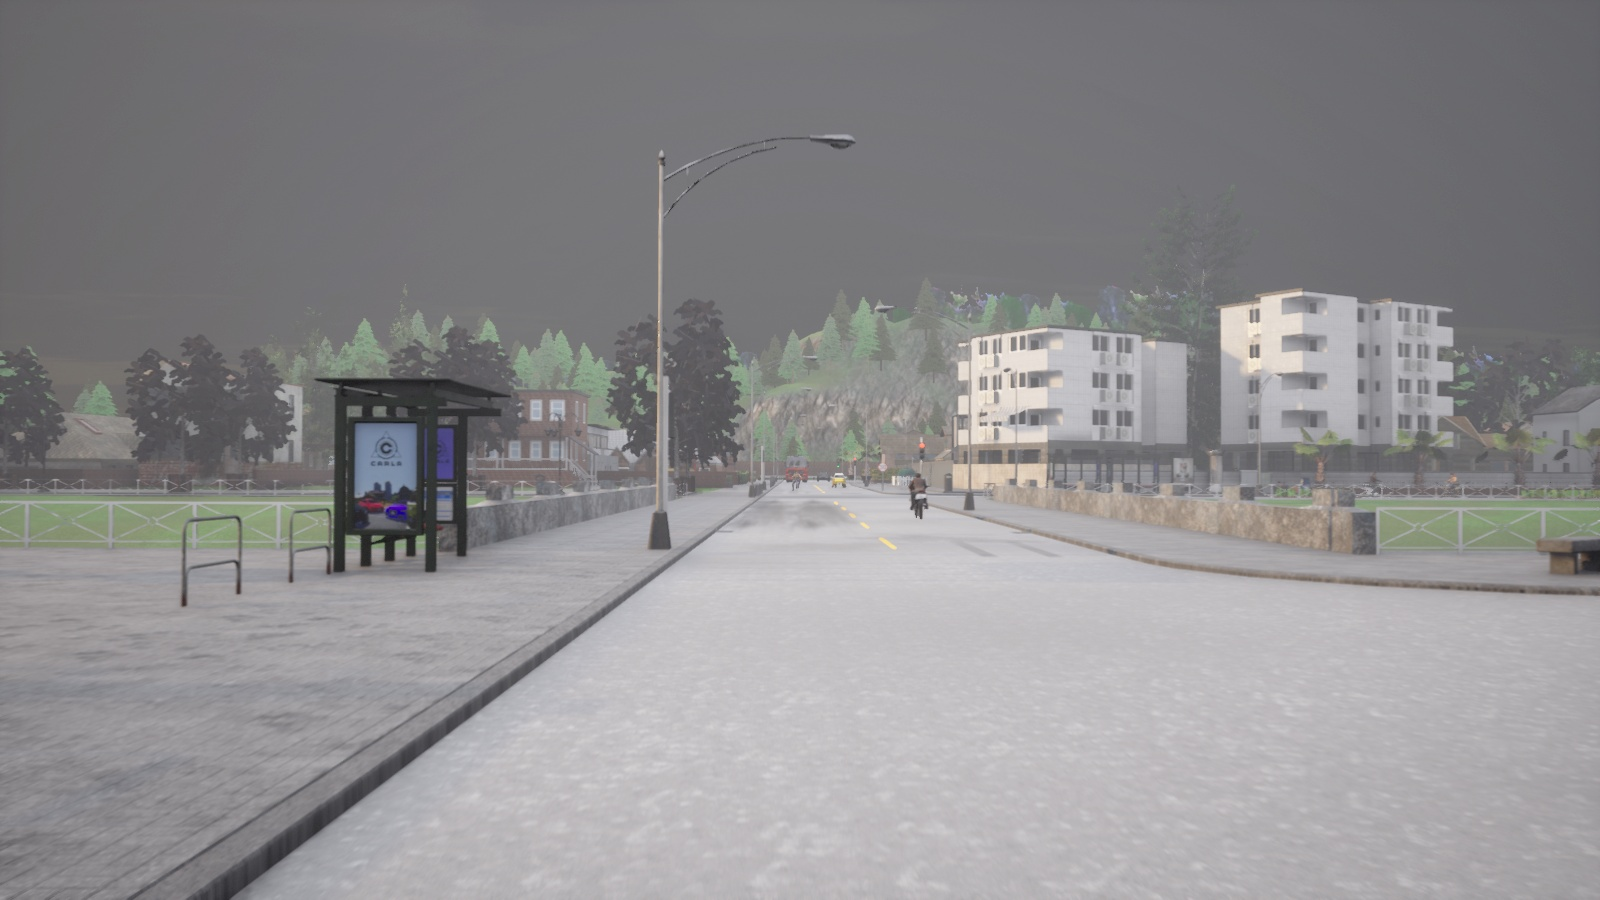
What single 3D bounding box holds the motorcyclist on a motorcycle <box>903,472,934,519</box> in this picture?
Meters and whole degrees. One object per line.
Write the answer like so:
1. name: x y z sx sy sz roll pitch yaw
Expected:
1. motorcyclist on a motorcycle: 3.897 1.474 41.374 0.797 1.523 2.044 0 -1 0
